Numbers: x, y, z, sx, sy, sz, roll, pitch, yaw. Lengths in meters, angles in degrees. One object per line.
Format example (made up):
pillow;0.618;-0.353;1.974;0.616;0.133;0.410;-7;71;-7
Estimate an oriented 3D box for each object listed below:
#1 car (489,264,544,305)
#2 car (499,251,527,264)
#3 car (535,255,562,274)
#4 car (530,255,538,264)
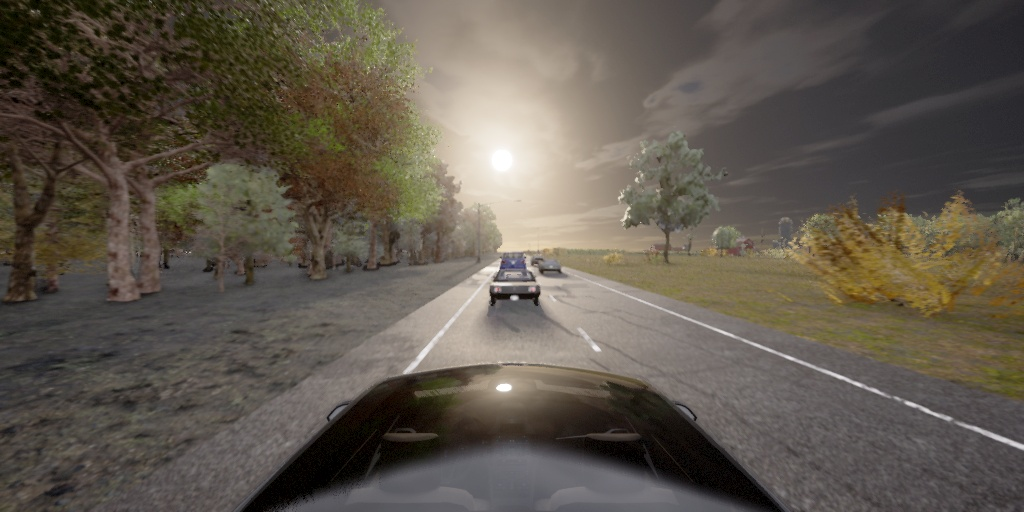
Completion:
car;0.101;1.178;14.917;1.895;1.301;4.718;0;1;0
car;0.102;0.585;31.020;2.150;2.045;5.566;0;1;0
car;3.514;0.886;33.763;1.994;1.385;4.181;0;1;1
car;3.572;0.599;50.777;1.837;1.490;4.892;0;1;0
